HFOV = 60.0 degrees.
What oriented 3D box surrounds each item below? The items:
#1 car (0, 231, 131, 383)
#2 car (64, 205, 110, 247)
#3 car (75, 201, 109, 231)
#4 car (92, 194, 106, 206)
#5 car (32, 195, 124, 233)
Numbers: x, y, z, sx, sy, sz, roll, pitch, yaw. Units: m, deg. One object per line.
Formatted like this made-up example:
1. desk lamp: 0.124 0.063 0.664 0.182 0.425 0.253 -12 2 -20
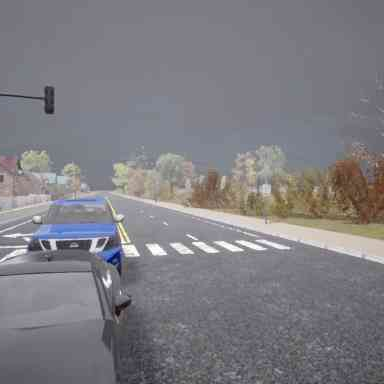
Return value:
1. car: -1.743 1.524 3.965 1.812 1.442 4.674 0 0 -12
2. car: -4.960 1.498 16.147 1.837 1.490 4.892 0 0 -15
3. car: -6.490 1.467 21.901 1.882 1.535 5.008 0 0 -15
4. car: -15.133 1.303 54.430 2.097 1.767 4.553 0 0 -15
5. car: -3.342 1.218 10.064 2.150 2.045 5.566 0 0 -15
